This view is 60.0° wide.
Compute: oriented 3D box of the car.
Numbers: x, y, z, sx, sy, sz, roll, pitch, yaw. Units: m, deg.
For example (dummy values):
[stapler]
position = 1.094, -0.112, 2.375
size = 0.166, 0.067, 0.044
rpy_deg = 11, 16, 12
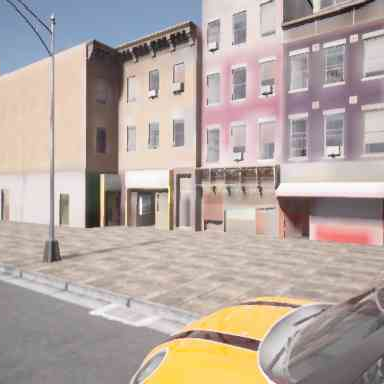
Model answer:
[car]
position = 1.656, 1.347, 2.099
size = 4.553, 1.767, 2.097
rpy_deg = 0, 0, 36
